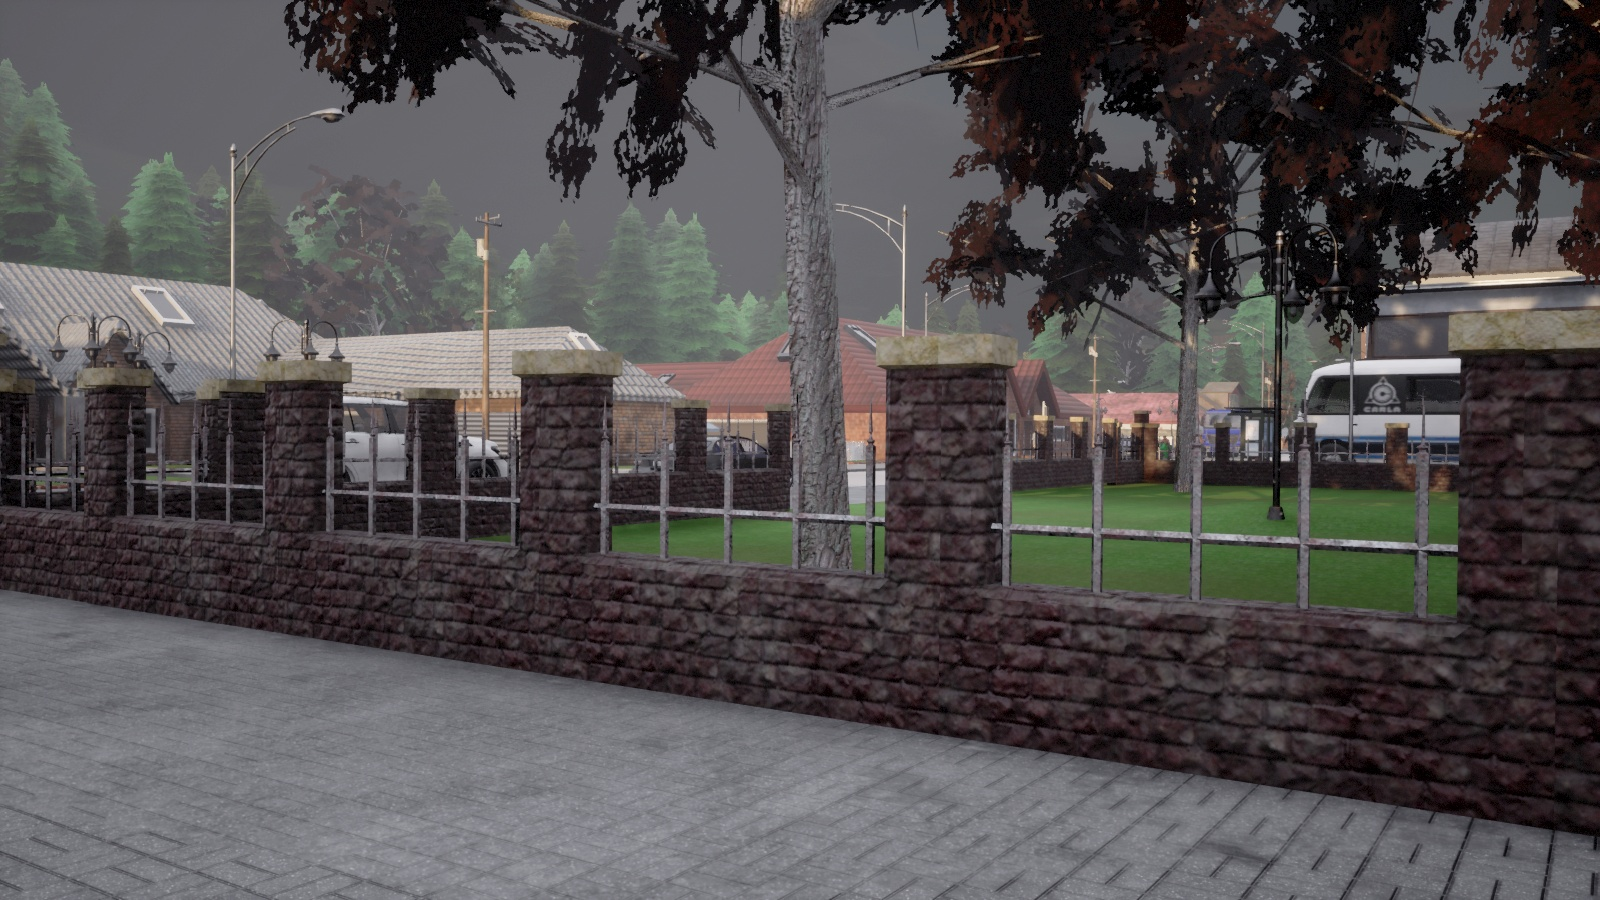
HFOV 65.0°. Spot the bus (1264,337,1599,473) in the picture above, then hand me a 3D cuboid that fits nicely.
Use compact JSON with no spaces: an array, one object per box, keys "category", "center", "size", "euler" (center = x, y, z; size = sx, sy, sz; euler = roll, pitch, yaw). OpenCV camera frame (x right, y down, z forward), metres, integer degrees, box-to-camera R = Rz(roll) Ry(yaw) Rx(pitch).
[{"category":"bus","center":[22.039,-1.444,43.898],"size":[10.273,4.253,3.944],"euler":[0,1,33]}]

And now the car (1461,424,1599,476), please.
[{"category":"car","center":[23.066,-0.023,38.337],"size":[5.008,1.535,1.882],"euler":[0,1,30]}]

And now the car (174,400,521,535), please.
[{"category":"car","center":[-7.683,0.219,22.017],"size":[2.150,2.045,5.566],"euler":[0,1,32]}]

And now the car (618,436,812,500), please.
[{"category":"car","center":[-1.944,0.375,30.879],"size":[2.033,1.411,5.357],"euler":[0,1,31]}]

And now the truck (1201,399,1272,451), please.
[{"category":"truck","center":[30.727,-1.733,88.221],"size":[2.891,3.462,7.936],"euler":[0,1,33]}]

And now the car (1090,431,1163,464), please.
[{"category":"car","center":[14.835,-0.132,56.863],"size":[2.033,1.411,5.357],"euler":[0,1,28]}]
